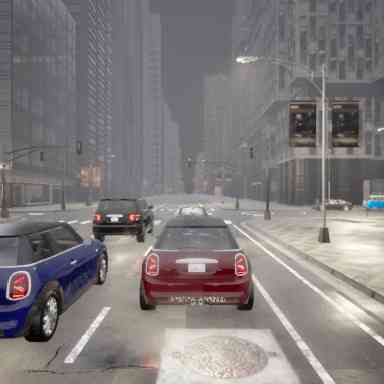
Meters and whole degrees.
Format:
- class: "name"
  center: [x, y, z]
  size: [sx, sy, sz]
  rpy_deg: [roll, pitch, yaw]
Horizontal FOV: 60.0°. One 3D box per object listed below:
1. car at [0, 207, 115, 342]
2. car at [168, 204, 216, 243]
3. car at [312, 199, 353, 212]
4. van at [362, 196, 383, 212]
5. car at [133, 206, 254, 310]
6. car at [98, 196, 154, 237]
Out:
- class: "car"
  center: [-3.165, 1.352, 6.629]
  size: [2.097, 1.767, 4.553]
  rpy_deg: [0, 0, 0]
- class: "car"
  center: [0.052, 1.491, 17.136]
  size: [2.128, 1.511, 4.902]
  rpy_deg: [0, 0, 2]
- class: "car"
  center: [15.793, 1.513, 37.554]
  size: [4.403, 1.369, 2.008]
  rpy_deg: [0, 0, 0]
- class: "van"
  center: [21.411, 1.292, 37.542]
  size: [3.998, 1.788, 1.690]
  rpy_deg: [0, 0, 0]
- class: "car"
  center: [0.082, 1.352, 7.949]
  size: [2.097, 1.767, 4.553]
  rpy_deg: [0, 0, 0]
- class: "car"
  center: [-3.186, 1.222, 16.341]
  size: [2.150, 2.045, 5.566]
  rpy_deg: [0, 0, 0]
